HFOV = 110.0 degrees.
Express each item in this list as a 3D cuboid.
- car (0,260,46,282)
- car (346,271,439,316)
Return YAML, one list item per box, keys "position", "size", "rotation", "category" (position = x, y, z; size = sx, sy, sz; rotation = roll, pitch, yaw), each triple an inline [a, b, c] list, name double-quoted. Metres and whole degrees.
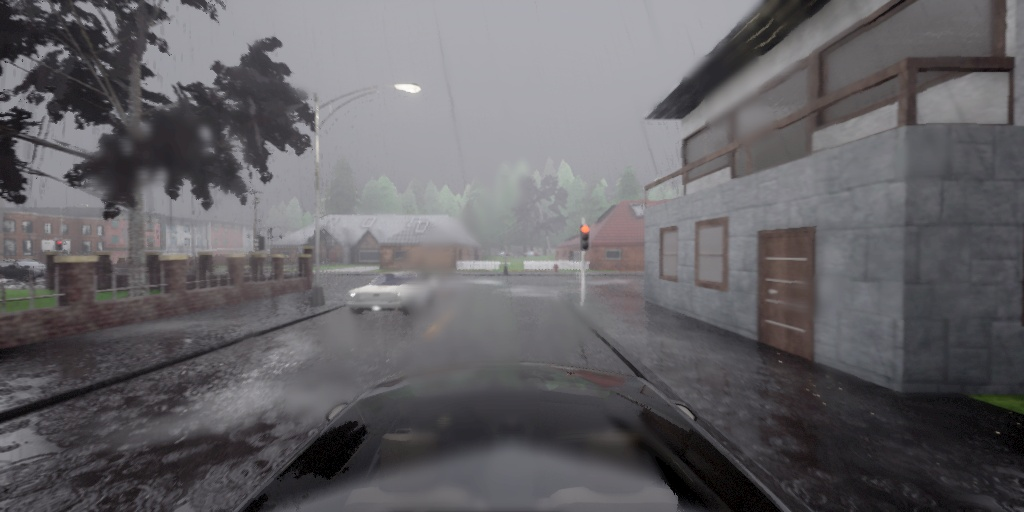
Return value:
- position: [-32.961, 0.976, 24.156]
  size: [4.674, 1.442, 1.812]
  rotation: [0, 1, 0]
  category: "car"
- position: [-3.997, 1.214, 12.779]
  size: [1.895, 1.301, 4.718]
  rotation: [0, 1, 0]
  category: "car"
